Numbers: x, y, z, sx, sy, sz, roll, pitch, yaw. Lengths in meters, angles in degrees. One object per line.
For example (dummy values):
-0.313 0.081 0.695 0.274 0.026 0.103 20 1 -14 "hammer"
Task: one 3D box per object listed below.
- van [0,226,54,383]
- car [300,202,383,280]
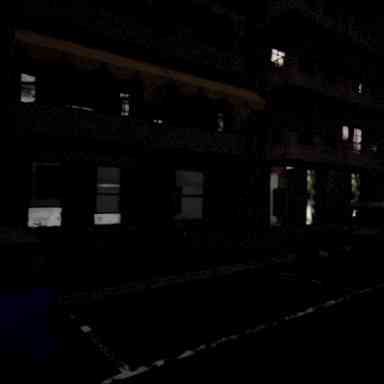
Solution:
-3.587 1.348 3.509 3.998 1.788 1.690 0 2 -36 "van"
5.409 1.249 9.943 5.009 1.841 2.192 0 2 -36 "car"
